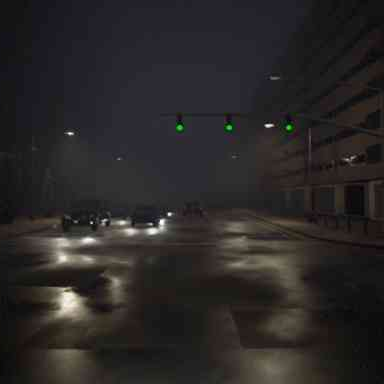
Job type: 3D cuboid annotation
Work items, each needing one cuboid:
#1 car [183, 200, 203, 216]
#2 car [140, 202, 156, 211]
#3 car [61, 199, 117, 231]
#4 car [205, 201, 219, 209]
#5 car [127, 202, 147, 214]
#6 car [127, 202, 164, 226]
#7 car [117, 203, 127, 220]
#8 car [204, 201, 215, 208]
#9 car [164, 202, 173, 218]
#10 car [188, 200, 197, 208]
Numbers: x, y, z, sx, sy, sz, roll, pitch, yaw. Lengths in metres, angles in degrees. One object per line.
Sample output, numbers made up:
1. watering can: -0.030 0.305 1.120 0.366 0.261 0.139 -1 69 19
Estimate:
1. car: 0.097 1.784 37.634 2.097 1.767 4.553 0 -1 0
2. car: -7.036 2.250 53.629 1.895 1.301 4.718 0 -1 1
3. car: -7.092 1.490 23.027 2.150 2.045 5.566 0 -1 0
4. car: 3.498 2.220 56.323 1.994 1.385 4.181 0 -1 0
5. car: -7.084 2.026 43.337 1.837 1.490 4.892 0 -1 0
6. car: -3.589 1.782 26.554 1.882 1.535 5.008 0 -1 0
7. car: -7.093 1.871 33.026 1.882 1.535 5.008 0 -1 0
8. car: 3.498 2.381 66.266 1.895 1.301 4.718 0 -1 0
9. car: -3.588 1.913 36.040 2.128 1.511 4.902 0 -1 0
10. car: 0.095 2.296 64.844 1.812 1.442 4.674 0 -1 0
